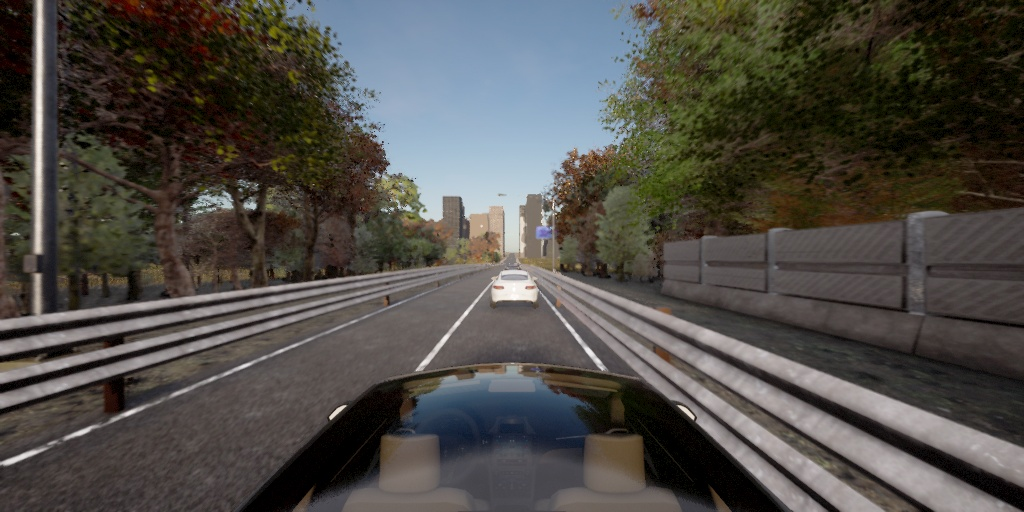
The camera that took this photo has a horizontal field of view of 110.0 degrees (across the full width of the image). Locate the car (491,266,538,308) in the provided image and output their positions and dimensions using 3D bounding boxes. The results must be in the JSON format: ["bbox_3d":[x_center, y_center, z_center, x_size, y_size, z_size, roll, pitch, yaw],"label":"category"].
[{"bbox_3d":[0.096,1.327,15.434,1.812,1.442,4.674,0,0,0],"label":"car"}]

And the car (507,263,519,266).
[{"bbox_3d":[0.093,1.607,41.919,2.128,1.511,4.902,0,-1,0],"label":"car"}]
